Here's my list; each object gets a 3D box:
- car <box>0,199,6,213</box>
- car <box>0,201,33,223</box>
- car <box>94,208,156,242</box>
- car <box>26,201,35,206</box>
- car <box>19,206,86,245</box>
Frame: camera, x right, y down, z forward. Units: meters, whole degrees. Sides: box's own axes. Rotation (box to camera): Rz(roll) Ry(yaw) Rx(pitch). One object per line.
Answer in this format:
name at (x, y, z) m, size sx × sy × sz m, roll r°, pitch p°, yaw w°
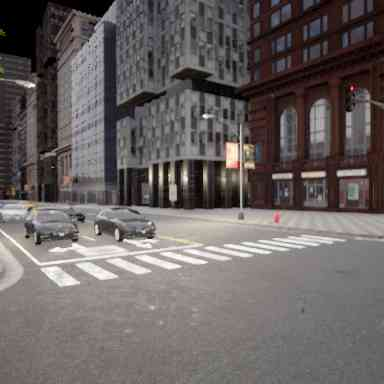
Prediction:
car at (-26.449, 1.880, 44.733) m, size 2.097 × 1.767 × 4.553 m, roll 0°, pitch -1°, yaw -35°
car at (-15.060, 1.784, 28.079) m, size 1.812 × 1.442 × 4.674 m, roll 0°, pitch 0°, yaw -35°
car at (-3.578, 1.604, 17.173) m, size 1.837 × 1.490 × 4.892 m, roll 0°, pitch 0°, yaw -35°
car at (-22.109, 1.935, 44.114) m, size 1.882 × 1.535 × 5.008 m, roll 0°, pitch -1°, yaw -34°
car at (-7.041, 1.630, 16.467) m, size 1.837 × 1.490 × 4.892 m, roll 0°, pitch 0°, yaw -35°
